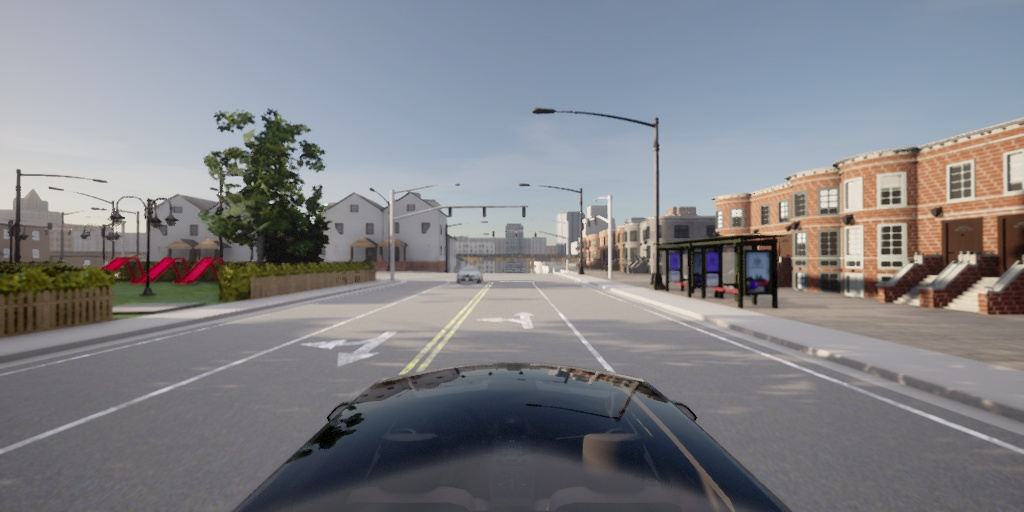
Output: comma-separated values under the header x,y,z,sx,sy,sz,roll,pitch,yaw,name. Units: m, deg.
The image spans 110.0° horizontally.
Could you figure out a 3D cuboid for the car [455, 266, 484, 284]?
x,y,z,sx,sy,sz,roll,pitch,yaw,name
-3.506,1.540,30.233,1.812,1.442,4.674,0,-1,0,car
